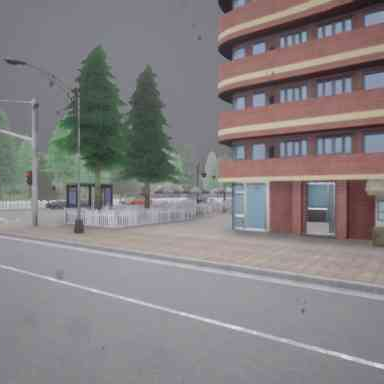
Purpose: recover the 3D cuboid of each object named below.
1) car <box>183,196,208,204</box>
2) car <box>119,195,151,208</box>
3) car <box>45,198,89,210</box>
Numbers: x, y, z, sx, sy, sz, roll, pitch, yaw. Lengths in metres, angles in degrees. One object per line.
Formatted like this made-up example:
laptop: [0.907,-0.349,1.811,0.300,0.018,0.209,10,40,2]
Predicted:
car: [0.664,1.411,59.197,4.902,1.511,2.128,0,0,-35]
car: [-7.809,1.271,45.594,2.097,1.767,4.553,0,0,38]
car: [-15.335,1.464,41.333,2.033,1.411,5.357,0,0,35]
